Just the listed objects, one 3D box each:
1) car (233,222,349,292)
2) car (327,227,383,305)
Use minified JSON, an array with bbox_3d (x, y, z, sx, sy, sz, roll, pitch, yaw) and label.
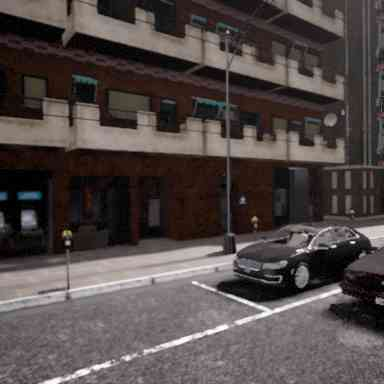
[{"bbox_3d":[3.025,1.509,8.734,4.403,1.369,2.008,0,-1,-36],"label":"car"},{"bbox_3d":[5.479,1.499,7.292,5.357,1.411,2.033,0,0,-36],"label":"car"}]
